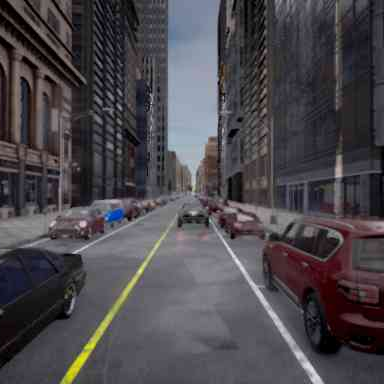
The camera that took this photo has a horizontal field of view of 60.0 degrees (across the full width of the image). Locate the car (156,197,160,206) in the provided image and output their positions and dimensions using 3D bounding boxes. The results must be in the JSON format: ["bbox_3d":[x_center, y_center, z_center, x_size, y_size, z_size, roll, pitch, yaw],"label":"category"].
[{"bbox_3d":[-5.848,1.721,45.308,1.752,1.417,4.829,1,0,0],"label":"car"}]

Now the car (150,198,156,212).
[{"bbox_3d":[-5.848,1.719,39.853,1.887,1.381,4.507,1,0,0],"label":"car"}]

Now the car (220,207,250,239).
[{"bbox_3d":[2.676,1.663,17.351,1.802,1.307,4.206,1,0,0],"label":"car"}]

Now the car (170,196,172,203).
[{"bbox_3d":[-5.847,1.832,67.976,2.008,1.369,4.403,1,0,0],"label":"car"}]

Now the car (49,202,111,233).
[{"bbox_3d":[-5.848,1.521,17.355,1.967,1.590,4.097,1,0,0],"label":"car"}]

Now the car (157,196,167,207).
[{"bbox_3d":[-5.848,1.784,56.727,1.887,1.381,4.507,1,0,0],"label":"car"}]

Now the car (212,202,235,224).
[{"bbox_3d":[2.676,1.649,22.975,1.887,1.381,4.507,1,0,0],"label":"car"}]

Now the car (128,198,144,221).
[{"bbox_3d":[-5.847,1.444,28.605,2.192,1.841,5.009,1,0,0],"label":"car"}]

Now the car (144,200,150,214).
[{"bbox_3d":[-5.849,1.703,34.229,2.008,1.369,4.403,1,0,0],"label":"car"}]

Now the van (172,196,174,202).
[{"bbox_3d":[-5.845,1.666,79.227,1.690,1.788,3.998,1,0,0],"label":"van"}]

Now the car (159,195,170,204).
[{"bbox_3d":[-5.845,1.575,62.353,2.192,1.841,5.009,1,0,0],"label":"car"}]

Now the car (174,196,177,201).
[{"bbox_3d":[-5.847,1.934,90.474,1.947,1.339,4.313,1,0,0],"label":"car"}]

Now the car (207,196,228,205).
[{"bbox_3d":[2.679,1.467,34.225,2.192,1.841,5.009,1,0,0],"label":"car"}]

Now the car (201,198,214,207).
[{"bbox_3d":[2.678,1.789,56.722,2.008,1.369,4.403,1,0,0],"label":"car"}]

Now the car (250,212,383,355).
[{"bbox_3d":[2.678,1.346,6.103,2.192,1.841,5.009,1,0,0],"label":"car"}]

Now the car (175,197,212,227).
[{"bbox_3d":[0.100,1.461,23.727,2.097,1.767,4.553,0,0,0],"label":"car"}]

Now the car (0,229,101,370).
[{"bbox_3d":[-3.091,1.571,4.704,2.033,1.411,5.357,0,0,0],"label":"car"}]

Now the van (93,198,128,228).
[{"bbox_3d":[-5.847,1.446,22.980,1.690,1.788,3.998,1,0,0],"label":"van"}]
